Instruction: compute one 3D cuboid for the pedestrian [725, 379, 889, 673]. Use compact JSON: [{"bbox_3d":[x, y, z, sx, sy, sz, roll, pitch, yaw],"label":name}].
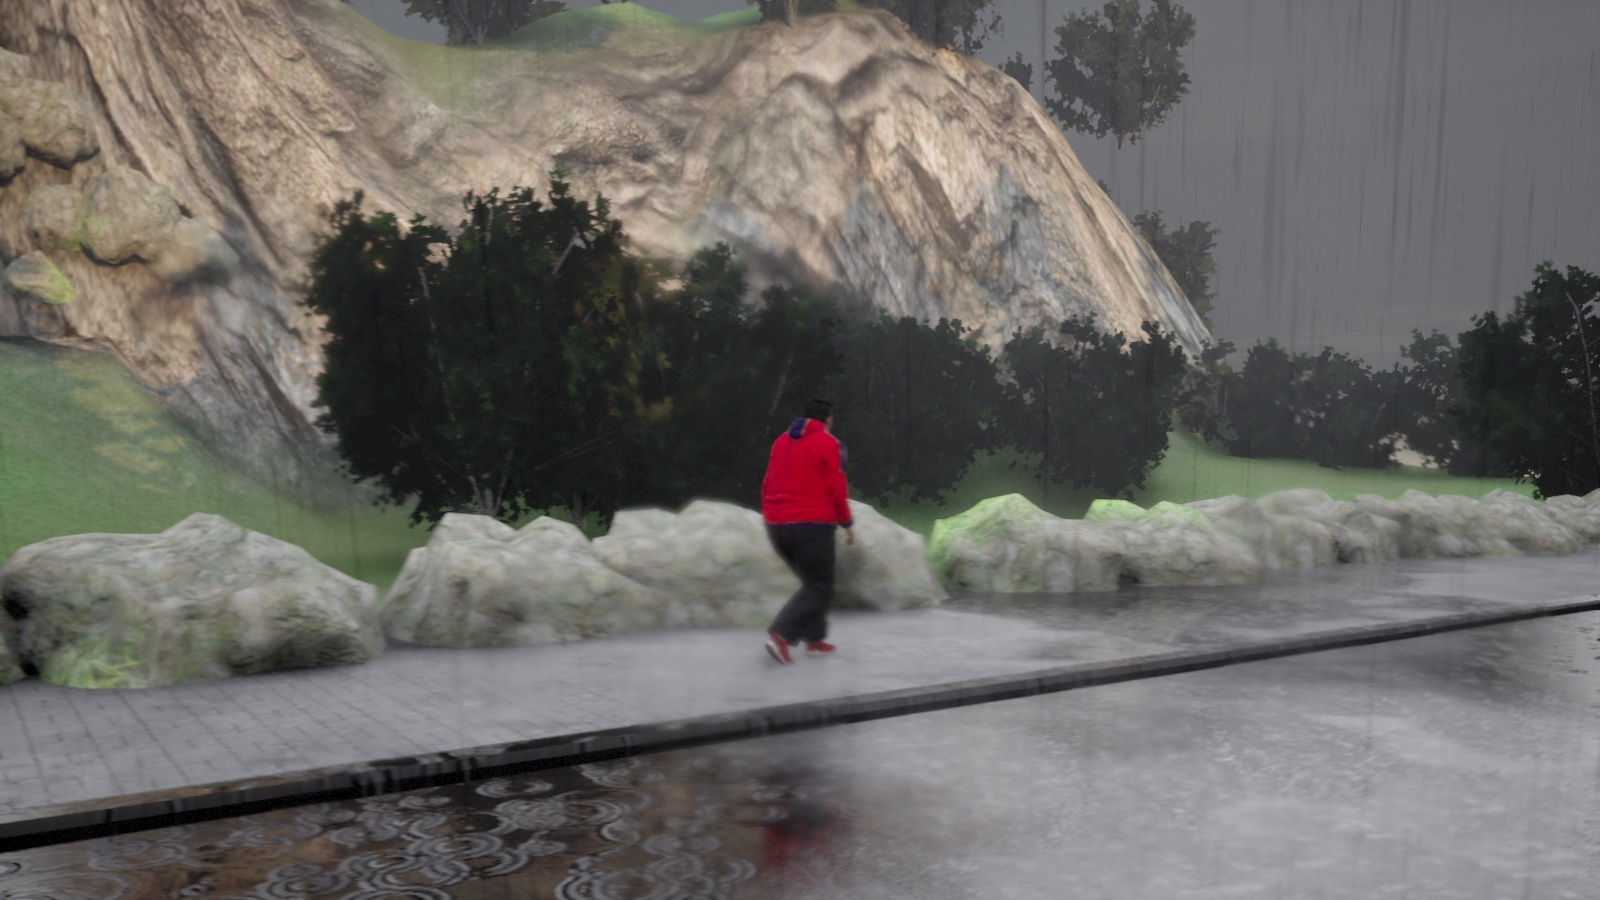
[{"bbox_3d":[0.054,0.475,8.400,0.899,1.844,0.634,0,0,-42],"label":"pedestrian"}]
